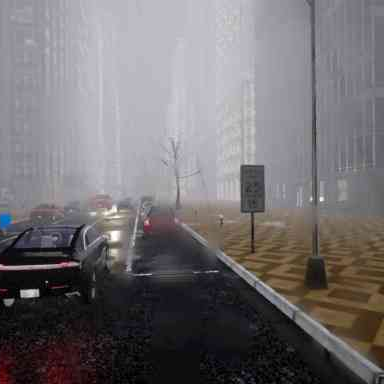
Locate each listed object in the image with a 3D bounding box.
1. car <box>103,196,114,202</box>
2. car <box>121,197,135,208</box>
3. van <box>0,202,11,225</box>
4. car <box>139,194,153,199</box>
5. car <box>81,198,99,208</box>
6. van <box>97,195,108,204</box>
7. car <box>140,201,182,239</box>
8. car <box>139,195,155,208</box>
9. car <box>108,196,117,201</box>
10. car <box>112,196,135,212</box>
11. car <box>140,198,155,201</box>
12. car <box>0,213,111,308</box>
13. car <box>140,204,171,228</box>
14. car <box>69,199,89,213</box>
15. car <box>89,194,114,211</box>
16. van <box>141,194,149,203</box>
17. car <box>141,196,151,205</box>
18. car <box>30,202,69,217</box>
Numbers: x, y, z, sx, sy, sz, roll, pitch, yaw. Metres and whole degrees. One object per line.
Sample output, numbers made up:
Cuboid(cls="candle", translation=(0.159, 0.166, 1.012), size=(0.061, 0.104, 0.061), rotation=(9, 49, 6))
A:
Cuboid(cls="car", translation=(-19.521, 1.685, 77.850), size=(1.947, 1.339, 4.313), rotation=(0, 0, -9))
Cuboid(cls="car", translation=(-9.382, 1.531, 49.188), size=(1.882, 1.535, 5.008), rotation=(0, 0, -8))
Cuboid(cls="van", translation=(-10.194, 1.395, 15.971), size=(1.690, 1.788, 3.998), rotation=(0, 0, -9))
Cuboid(cls="car", translation=(-6.080, 1.349, 45.352), size=(2.192, 1.841, 5.009), rotation=(0, 0, -9))
Cuboid(cls="car", translation=(-15.227, 1.654, 49.730), size=(1.947, 1.339, 4.313), rotation=(0, 0, -9))
Cuboid(cls="van", translation=(-17.803, 1.447, 66.602), size=(1.690, 1.788, 3.998), rotation=(0, 0, -9))
Cuboid(cls="car", translation=(-1.667, 1.444, 17.253), size=(1.967, 1.590, 4.097), rotation=(0, 0, -9))
Cuboid(cls="car", translation=(-6.939, 1.354, 50.976), size=(2.192, 1.841, 5.009), rotation=(0, 0, -9))
Cuboid(cls="car", translation=(-21.239, 1.683, 89.097), size=(2.008, 1.369, 4.403), rotation=(0, 0, -9))
Cuboid(cls="car", translation=(-7.799, 1.534, 39.118), size=(2.128, 1.511, 4.902), rotation=(0, 0, -8))
Cuboid(cls="car", translation=(-4.364, 1.604, 34.104), size=(1.802, 1.307, 4.206), rotation=(0, 0, -9))
Cuboid(cls="car", translation=(-3.108, 1.503, 8.018), size=(2.128, 1.511, 4.902), rotation=(0, 0, -9))
Cuboid(cls="car", translation=(-2.581, 1.576, 22.868), size=(1.947, 1.339, 4.313), rotation=(0, 0, -9))
Cuboid(cls="car", translation=(-13.510, 1.642, 38.481), size=(1.947, 1.339, 4.313), rotation=(0, 0, -9))
Cuboid(cls="car", translation=(-11.385, 1.286, 42.335), size=(2.150, 2.045, 5.566), rotation=(0, 0, -9))
Cuboid(cls="van", translation=(-10.374, 1.405, 73.471), size=(1.690, 1.788, 3.998), rotation=(0, 0, -9))
Cuboid(cls="car", translation=(-8.683, 1.577, 62.391), size=(1.752, 1.417, 4.829), rotation=(0, 0, -9))
Cuboid(cls="car", translation=(-11.802, 1.610, 27.235), size=(1.887, 1.381, 4.507), rotation=(0, 0, -9))
